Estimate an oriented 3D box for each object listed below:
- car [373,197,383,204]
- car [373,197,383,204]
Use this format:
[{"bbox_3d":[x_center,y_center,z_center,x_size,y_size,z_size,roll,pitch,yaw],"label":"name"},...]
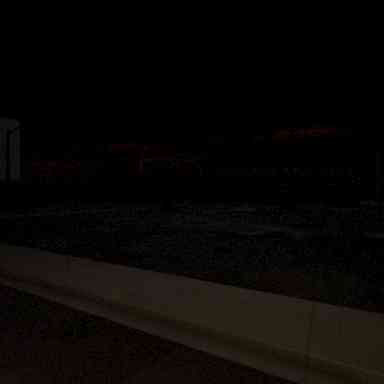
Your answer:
[{"bbox_3d":[37.541,1.734,65.317,2.038,1.542,4.974,1,1,6],"label":"car"},{"bbox_3d":[37.548,1.576,65.367,1.853,1.218,4.536,1,1,6],"label":"car"}]
